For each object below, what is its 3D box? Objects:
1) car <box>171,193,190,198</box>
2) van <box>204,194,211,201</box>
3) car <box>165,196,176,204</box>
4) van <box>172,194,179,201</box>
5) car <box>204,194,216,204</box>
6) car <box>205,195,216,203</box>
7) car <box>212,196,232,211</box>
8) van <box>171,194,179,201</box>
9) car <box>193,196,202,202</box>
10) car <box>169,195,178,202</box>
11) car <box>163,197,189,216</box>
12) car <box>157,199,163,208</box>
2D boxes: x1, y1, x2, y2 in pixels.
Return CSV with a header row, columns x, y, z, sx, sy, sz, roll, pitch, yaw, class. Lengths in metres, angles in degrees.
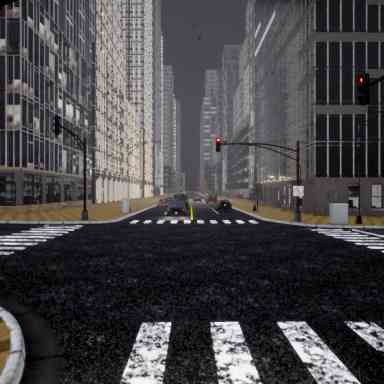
x,y,z,sx,sy,sz,roll,pitch,yaw,class
-1.536,1.235,44.554,2.150,2.045,5.566,0,0,0,car
3.729,1.321,80.436,1.690,1.788,3.998,0,0,0,van
-4.084,1.564,63.821,1.947,1.339,4.313,0,0,0,car
-4.173,1.315,85.932,1.690,1.788,3.998,0,0,0,van
3.797,1.313,63.853,2.192,1.841,5.009,0,0,0,car
3.774,1.432,69.381,1.967,1.590,4.097,0,0,0,car
3.935,1.579,41.744,1.947,1.339,4.313,0,0,0,car
-4.151,1.321,80.404,1.690,1.788,3.998,0,0,0,van
1.207,1.529,72.857,2.033,1.411,5.357,0,0,0,car
-4.128,1.426,74.877,1.967,1.590,4.097,0,0,0,car
-1.498,1.564,33.511,2.033,1.411,5.357,0,0,-1,car
-4.017,1.593,47.238,1.802,1.307,4.206,0,0,0,car
